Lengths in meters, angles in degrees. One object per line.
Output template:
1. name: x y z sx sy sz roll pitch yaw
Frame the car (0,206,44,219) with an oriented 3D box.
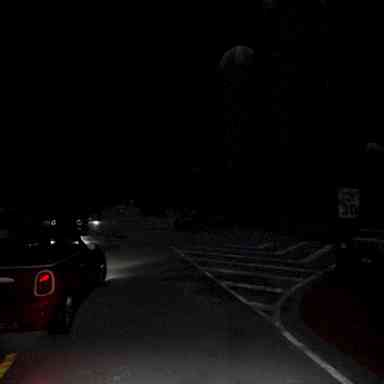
1. car: -6.007 1.510 11.072 2.150 2.045 5.566 0 -2 -20

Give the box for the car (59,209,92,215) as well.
1. car: -8.443 2.008 23.168 2.097 1.767 4.553 0 -2 -12

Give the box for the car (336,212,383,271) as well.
1. car: 6.446 1.638 11.097 3.866 1.878 1.905 2 -2 -43

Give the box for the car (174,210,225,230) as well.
1. car: 0.576 2.246 27.051 3.988 1.617 1.851 0 -2 -13

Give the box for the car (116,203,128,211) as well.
1. car: -17.195 3.582 80.514 2.150 2.045 5.566 0 -2 -12

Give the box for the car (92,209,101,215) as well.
1. car: -12.005 2.709 39.982 2.033 1.411 5.357 0 -2 -12

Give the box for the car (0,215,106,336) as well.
1. car: -3.205 1.527 7.057 2.097 1.767 4.553 0 -2 -5

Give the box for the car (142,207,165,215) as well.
1. car: -6.888 3.280 59.192 4.181 1.381 1.994 0 -2 -13

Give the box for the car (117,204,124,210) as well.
1. car: -19.398 4.081 90.669 1.812 1.442 4.674 0 -2 -12
